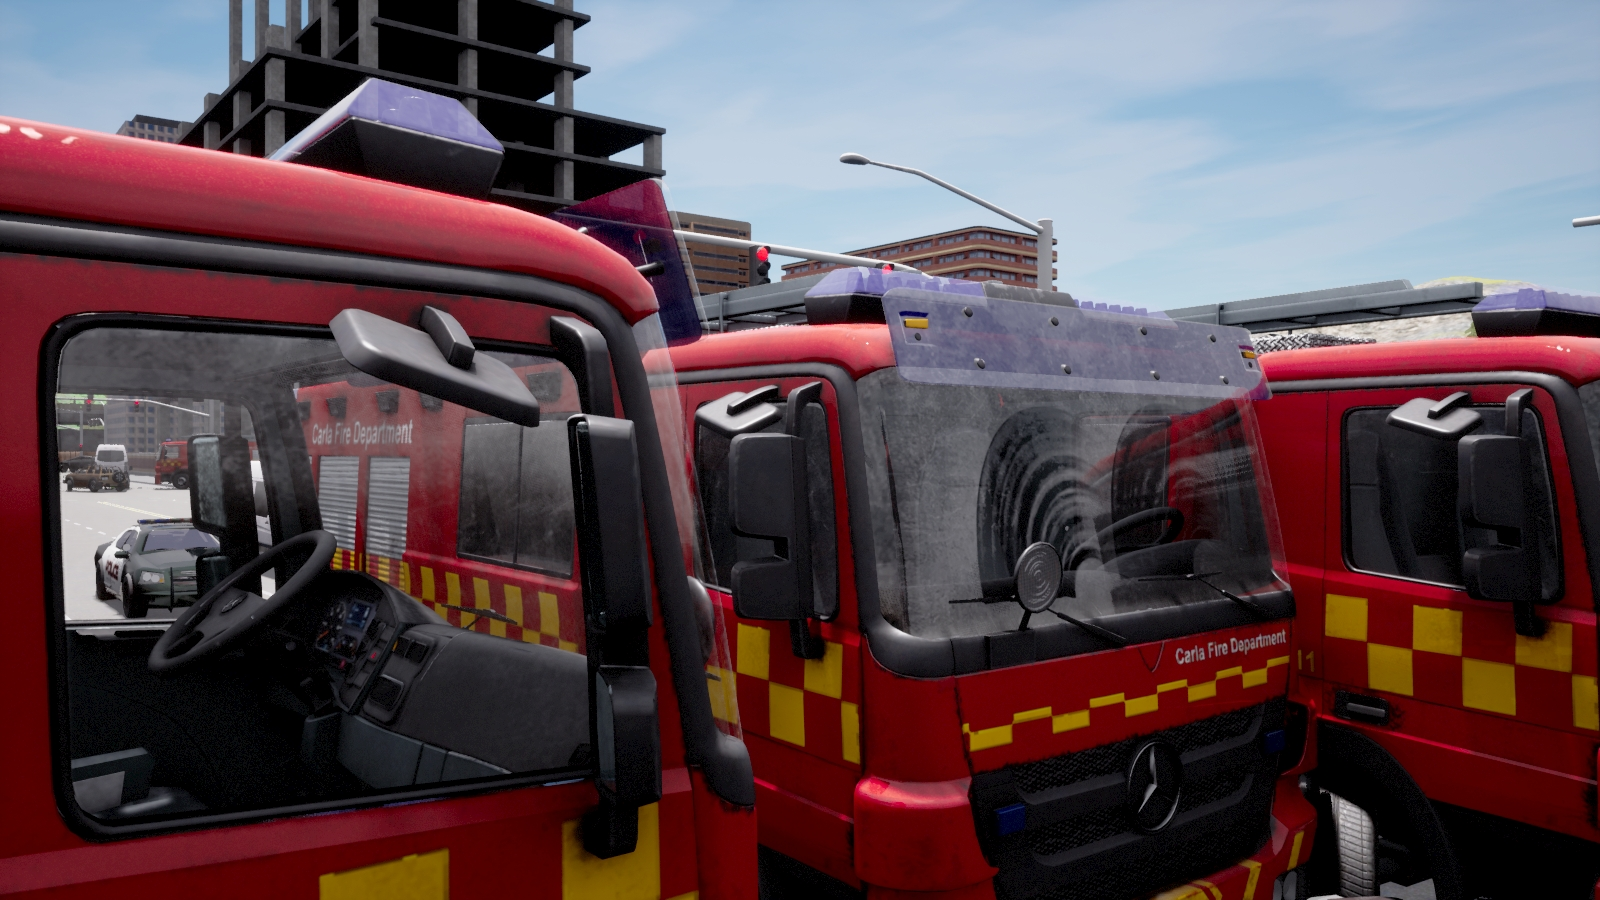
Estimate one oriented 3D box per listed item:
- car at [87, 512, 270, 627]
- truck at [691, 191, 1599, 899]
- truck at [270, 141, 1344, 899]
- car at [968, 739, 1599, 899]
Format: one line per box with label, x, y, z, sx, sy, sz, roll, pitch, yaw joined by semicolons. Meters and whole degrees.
car;-11.386;2.037;20.746;2.038;1.542;4.974;0;0;-39
truck;2.348;0.890;8.605;2.891;3.827;8.468;0;0;-31
truck;-1.099;0.890;8.003;2.891;3.827;8.468;0;0;-38
car;2.437;2.065;3.109;1.970;1.475;3.806;0;0;-30
